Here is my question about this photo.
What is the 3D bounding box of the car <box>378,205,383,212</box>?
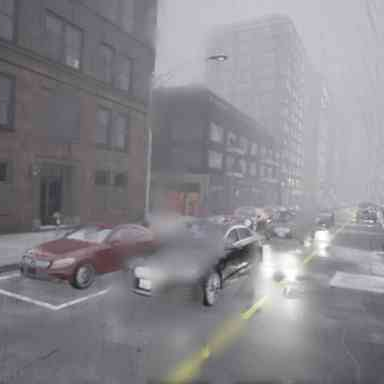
[{"bbox_3d":[41.956,3.559,72.802,2.008,1.369,4.403,2,0,28],"label":"car"}]

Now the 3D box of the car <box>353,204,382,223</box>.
[{"bbox_3d":[18.094,2.347,34.452,2.128,1.511,4.902,3,0,29],"label":"car"}]

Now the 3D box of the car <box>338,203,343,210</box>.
[{"bbox_3d":[26.583,2.802,62.251,1.947,1.339,4.313,2,0,28],"label":"car"}]

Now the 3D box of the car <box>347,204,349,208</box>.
[{"bbox_3d":[34.463,3.162,76.849,2.008,1.369,4.403,2,0,28],"label":"car"}]

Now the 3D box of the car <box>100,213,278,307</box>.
[{"bbox_3d":[0.361,1.488,8.249,2.128,1.511,4.902,3,0,28],"label":"car"}]

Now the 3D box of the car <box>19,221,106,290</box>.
[{"bbox_3d":[-2.307,1.439,8.730,1.802,1.307,4.206,2,0,28],"label":"car"}]

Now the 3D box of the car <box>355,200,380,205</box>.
[{"bbox_3d":[23.898,2.354,45.217,2.150,2.045,5.566,3,0,29],"label":"car"}]

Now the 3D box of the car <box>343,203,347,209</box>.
[{"bbox_3d":[31.837,3.031,71.983,1.887,1.381,4.507,2,0,28],"label":"car"}]

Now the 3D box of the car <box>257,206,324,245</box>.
[{"bbox_3d":[5.234,1.719,17.274,2.128,1.511,4.902,3,0,28],"label":"car"}]

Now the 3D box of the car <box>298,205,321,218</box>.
[{"bbox_3d":[13.451,2.189,37.923,1.802,1.307,4.206,2,0,28],"label":"car"}]

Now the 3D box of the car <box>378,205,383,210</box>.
[{"bbox_3d":[47.207,3.839,82.530,1.802,1.307,4.206,2,0,28],"label":"car"}]

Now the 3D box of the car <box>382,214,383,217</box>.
[{"bbox_3d":[23.575,2.696,38.750,1.947,1.339,4.313,2,0,28],"label":"car"}]

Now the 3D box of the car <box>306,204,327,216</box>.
[{"bbox_3d":[16.078,2.299,42.789,1.947,1.339,4.313,2,0,28],"label":"car"}]

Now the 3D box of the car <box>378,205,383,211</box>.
[{"bbox_3d":[44.582,3.699,77.666,1.947,1.339,4.313,2,0,28],"label":"car"}]

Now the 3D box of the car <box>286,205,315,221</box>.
[{"bbox_3d":[10.825,2.047,33.057,1.947,1.339,4.313,2,0,28],"label":"car"}]

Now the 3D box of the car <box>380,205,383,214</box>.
[{"bbox_3d":[28.827,2.948,48.479,1.947,1.339,4.313,2,0,28],"label":"car"}]

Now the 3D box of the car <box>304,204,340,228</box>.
[{"bbox_3d":[10.166,1.953,26.392,2.128,1.511,4.902,3,0,28],"label":"car"}]

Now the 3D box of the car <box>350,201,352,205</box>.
[{"bbox_3d":[39.715,3.427,86.580,1.947,1.339,4.313,2,0,28],"label":"car"}]

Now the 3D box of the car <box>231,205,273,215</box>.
[{"bbox_3d":[2.951,1.546,18.461,1.967,1.590,4.097,2,0,28],"label":"car"}]
